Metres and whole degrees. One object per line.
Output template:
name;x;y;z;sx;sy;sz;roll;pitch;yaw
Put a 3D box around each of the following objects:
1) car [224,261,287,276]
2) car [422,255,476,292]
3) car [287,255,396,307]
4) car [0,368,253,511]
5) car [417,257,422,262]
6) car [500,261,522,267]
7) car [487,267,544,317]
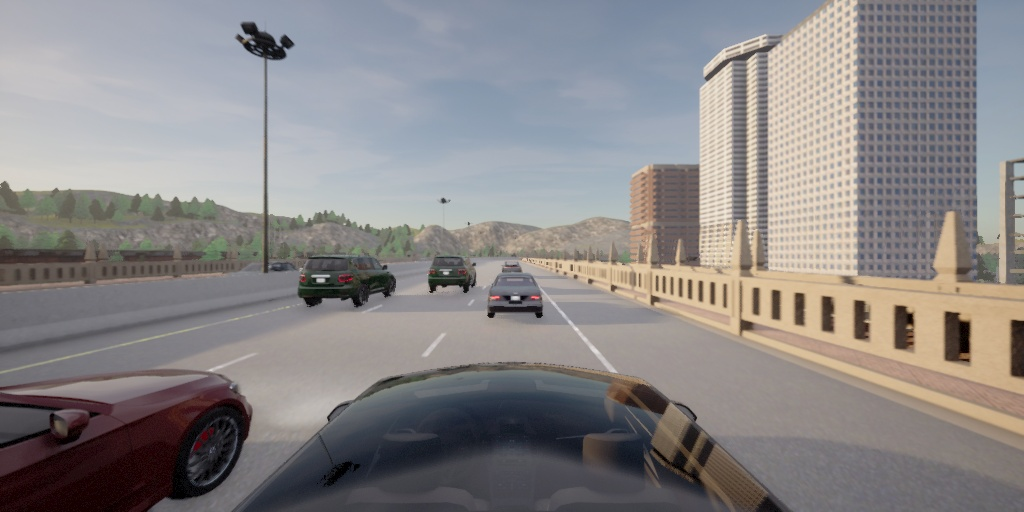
car;-14.102;1.102;20.400;2.097;1.767;4.553;0;0;0
car;-3.400;0.973;21.176;2.150;2.045;5.566;0;0;0
car;-6.898;0.972;15.625;2.150;2.045;5.566;0;0;0
car;-3.412;1.275;1.496;1.812;1.442;4.674;0;0;0
car;-14.897;0.885;61.260;1.882;1.535;5.008;0;0;-2
car;-0.061;1.244;34.516;2.128;1.511;4.902;0;0;-1
car;0.102;1.298;13.143;2.033;1.411;5.357;0;0;0
